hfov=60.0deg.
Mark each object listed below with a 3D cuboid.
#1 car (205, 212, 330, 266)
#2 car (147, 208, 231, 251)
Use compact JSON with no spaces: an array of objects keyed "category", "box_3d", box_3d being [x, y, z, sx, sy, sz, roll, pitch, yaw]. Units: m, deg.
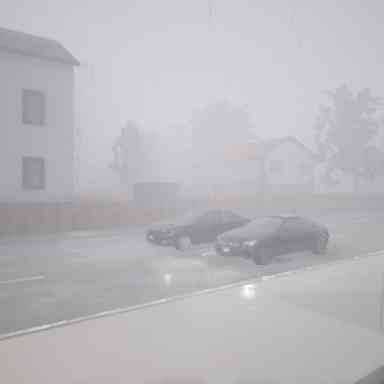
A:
[{"category":"car","box_3d":[2.950,1.505,11.606,4.674,1.442,1.812,0,0,-36]},{"category":"car","box_3d":[0.484,1.458,14.163,5.008,1.535,1.882,0,0,-35]}]
